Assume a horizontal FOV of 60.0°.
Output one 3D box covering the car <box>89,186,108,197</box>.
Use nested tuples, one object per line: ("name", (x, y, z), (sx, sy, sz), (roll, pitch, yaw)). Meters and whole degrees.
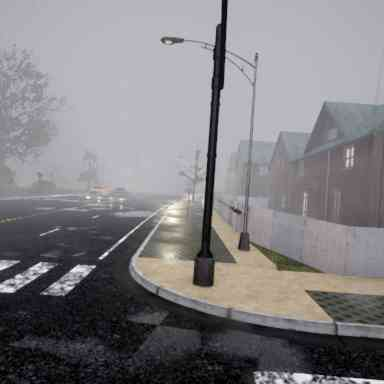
("car", (-13.963, -0.179, 50.058), (1.882, 1.535, 5.008), (4, 1, 1))

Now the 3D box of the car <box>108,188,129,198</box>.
("car", (-10.725, 0.090, 49.963), (1.812, 1.442, 4.674), (4, 1, 1))
